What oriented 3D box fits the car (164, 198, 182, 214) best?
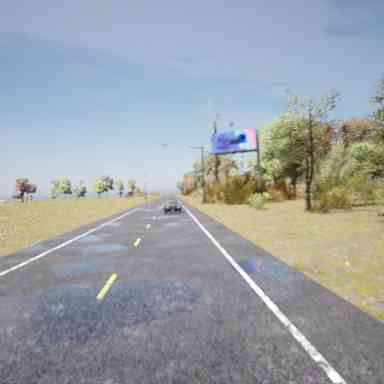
[{"bbox_3d":[-2.108,1.652,36.928,1.895,1.301,4.718,-2,0,-3],"label":"car"}]
